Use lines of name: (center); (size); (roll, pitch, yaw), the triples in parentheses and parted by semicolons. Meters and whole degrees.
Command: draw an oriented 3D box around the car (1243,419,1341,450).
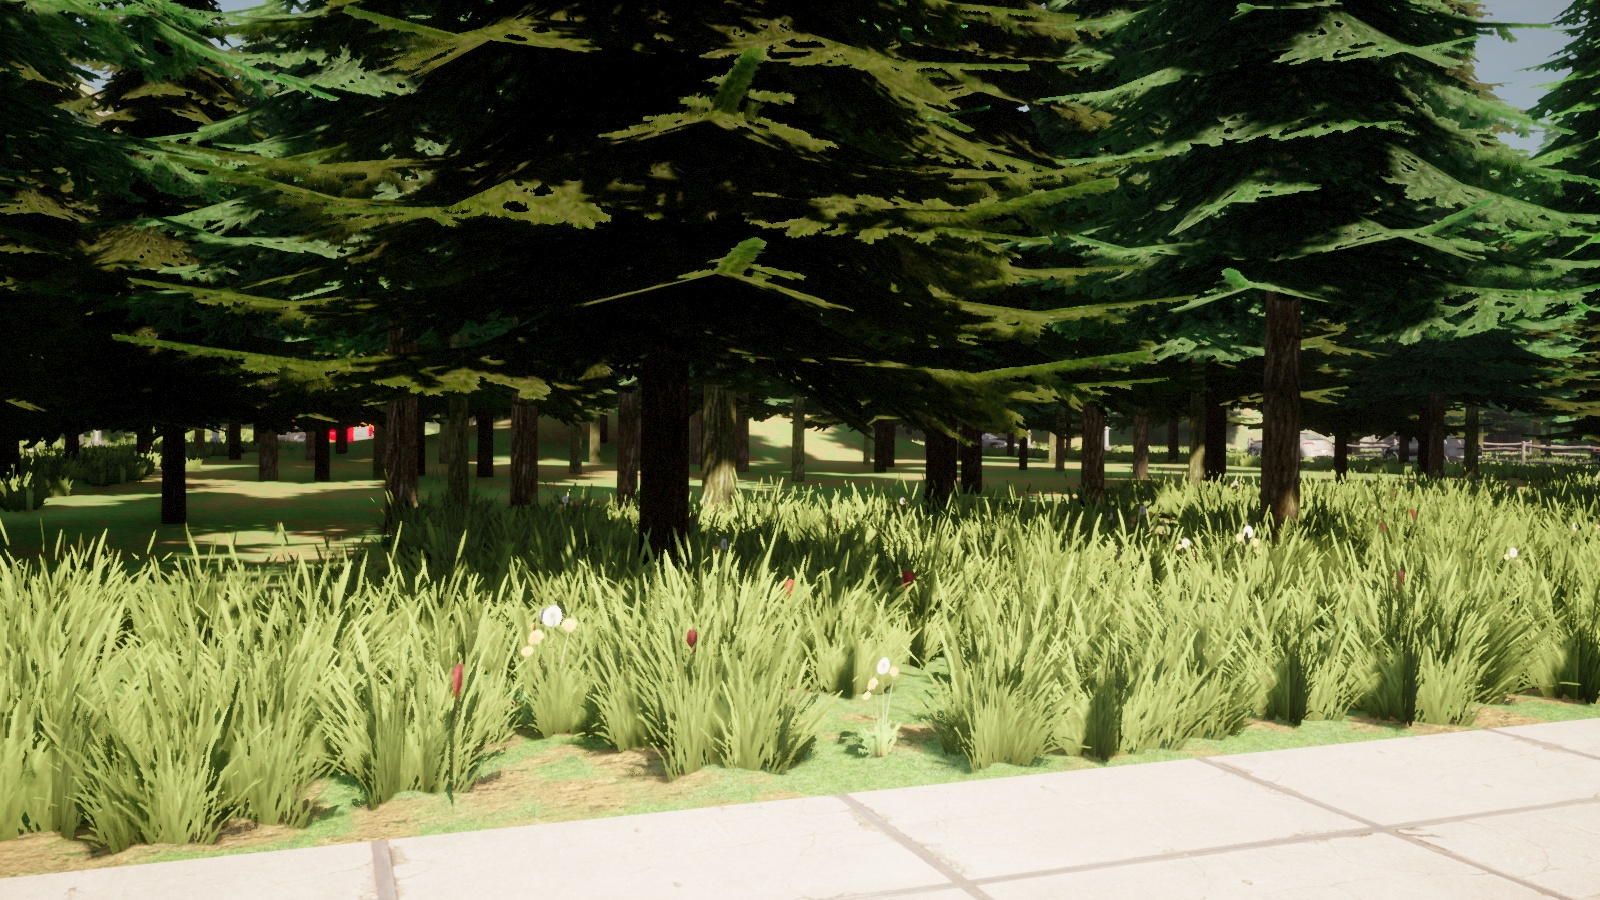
car: (26.747, -0.852, 68.436); (2.152, 1.651, 5.027); (-1, 1, -20)

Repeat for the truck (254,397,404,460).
truck: (-29.985, -1.373, 80.134); (8.468, 3.827, 2.891); (-1, 1, -35)

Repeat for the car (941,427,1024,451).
car: (11.939, -0.739, 82.206); (4.902, 1.511, 2.128); (0, 1, 30)

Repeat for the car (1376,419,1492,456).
car: (29.944, -0.590, 59.509); (2.033, 1.649, 4.856); (-1, 1, -20)
